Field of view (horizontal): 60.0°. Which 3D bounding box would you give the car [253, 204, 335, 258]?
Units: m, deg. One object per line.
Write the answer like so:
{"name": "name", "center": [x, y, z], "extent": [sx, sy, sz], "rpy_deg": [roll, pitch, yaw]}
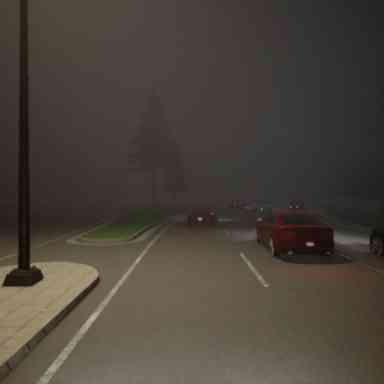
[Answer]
{"name": "car", "center": [3.649, 1.431, 12.644], "extent": [1.882, 1.535, 5.008], "rpy_deg": [0, 0, 1]}

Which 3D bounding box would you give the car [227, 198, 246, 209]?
{"name": "car", "center": [5.618, 1.413, 41.573], "extent": [1.994, 1.385, 4.181], "rpy_deg": [0, 0, 15]}

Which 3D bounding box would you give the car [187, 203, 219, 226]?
{"name": "car", "center": [0.770, 1.444, 22.427], "extent": [1.812, 1.442, 4.674], "rpy_deg": [0, 0, 7]}

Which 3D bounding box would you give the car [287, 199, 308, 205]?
{"name": "car", "center": [10.325, 1.429, 32.610], "extent": [2.033, 1.411, 5.357], "rpy_deg": [0, 0, 17]}

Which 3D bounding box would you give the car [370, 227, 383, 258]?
{"name": "car", "center": [7.116, 1.456, 9.701], "extent": [2.128, 1.511, 4.902], "rpy_deg": [0, 0, 0]}

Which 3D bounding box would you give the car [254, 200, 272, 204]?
{"name": "car", "center": [7.737, 1.470, 36.103], "extent": [1.895, 1.301, 4.718], "rpy_deg": [0, 0, 16]}
